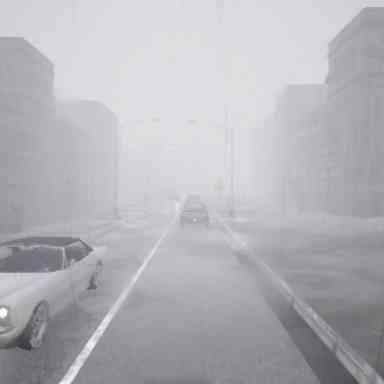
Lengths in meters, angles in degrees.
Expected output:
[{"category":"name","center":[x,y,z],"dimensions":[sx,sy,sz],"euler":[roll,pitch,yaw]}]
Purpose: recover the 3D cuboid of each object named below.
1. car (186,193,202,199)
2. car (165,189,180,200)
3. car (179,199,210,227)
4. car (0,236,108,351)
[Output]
[{"category":"car","center":[0.247,0.835,42.357],"dimensions":[2.128,1.511,4.902],"euler":[0,3,0]},{"category":"car","center":[-2.901,0.370,49.598],"dimensions":[1.837,1.490,4.892],"euler":[0,2,1]},{"category":"car","center":[0.177,1.464,22.306],"dimensions":[2.128,1.511,4.902],"euler":[0,0,0]},{"category":"car","center":[-3.080,1.595,6.314],"dimensions":[1.895,1.301,4.718],"euler":[0,0,0]}]
